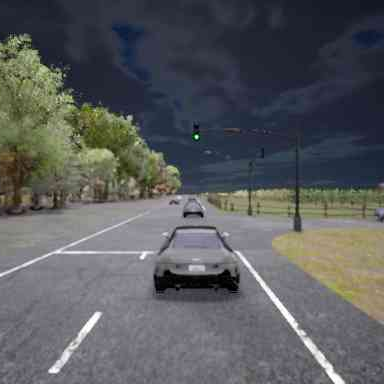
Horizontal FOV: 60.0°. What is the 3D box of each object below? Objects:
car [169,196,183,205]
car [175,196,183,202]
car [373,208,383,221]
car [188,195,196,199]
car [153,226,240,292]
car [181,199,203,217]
[{"bbox_3d":[-3.361,1.822,64.947,1.895,1.301,4.718,0,0,0],"label":"car"},{"bbox_3d":[-3.446,1.825,89.842,1.812,1.442,4.674,0,0,0],"label":"car"},{"bbox_3d":[18.558,1.711,29.415,4.553,1.767,2.097,1,-1,1],"label":"car"},{"bbox_3d":[0.053,1.651,88.391,2.097,1.767,4.553,0,0,0],"label":"car"},{"bbox_3d":[0.106,1.597,9.065,1.994,1.385,4.181,0,0,0],"label":"car"},{"bbox_3d":[0.120,1.683,33.378,1.994,1.385,4.181,0,0,0],"label":"car"}]
